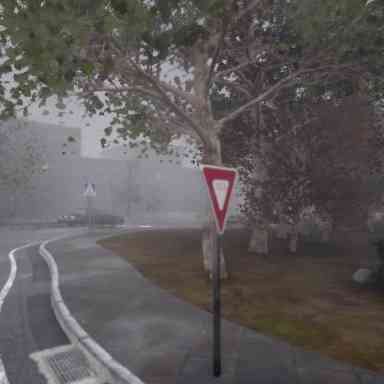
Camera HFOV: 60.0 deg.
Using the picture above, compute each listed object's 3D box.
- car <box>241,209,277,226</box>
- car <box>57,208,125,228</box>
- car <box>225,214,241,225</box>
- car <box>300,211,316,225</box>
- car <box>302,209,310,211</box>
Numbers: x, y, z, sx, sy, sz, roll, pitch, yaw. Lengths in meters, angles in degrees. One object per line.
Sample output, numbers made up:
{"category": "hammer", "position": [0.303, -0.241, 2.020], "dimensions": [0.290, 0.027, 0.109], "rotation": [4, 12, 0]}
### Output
{"category": "car", "position": [8.677, 3.105, 40.262], "dimensions": [2.150, 2.045, 5.566], "rotation": [0, -4, 41]}
{"category": "car", "position": [-7.598, 1.967, 25.602], "dimensions": [2.033, 1.411, 5.357], "rotation": [0, -4, 32]}
{"category": "car", "position": [6.030, 3.432, 41.994], "dimensions": [1.994, 1.385, 4.181], "rotation": [0, -4, 42]}
{"category": "car", "position": [16.613, 4.048, 49.136], "dimensions": [1.882, 1.535, 5.008], "rotation": [0, -3, 42]}
{"category": "car", "position": [26.677, 4.923, 77.504], "dimensions": [2.435, 2.045, 5.566], "rotation": [0, -2, 42]}
